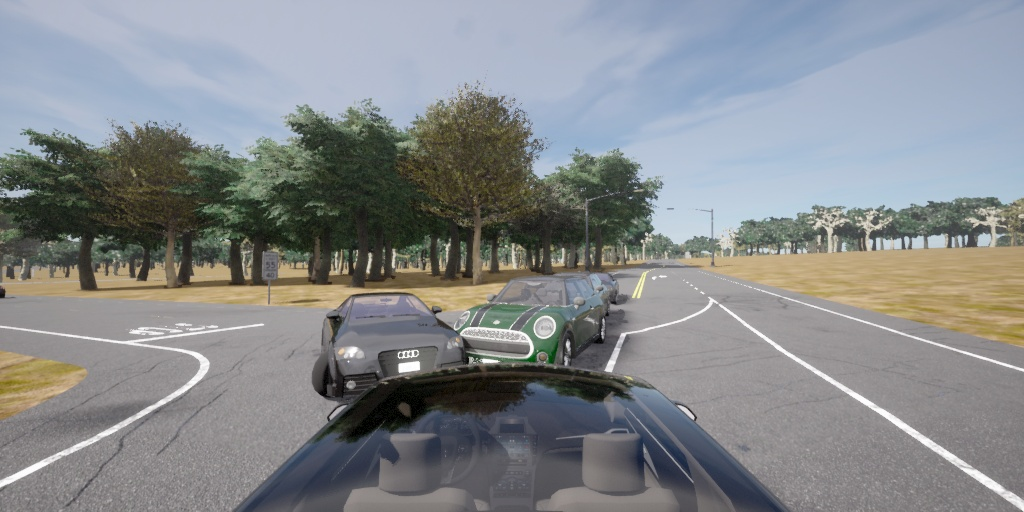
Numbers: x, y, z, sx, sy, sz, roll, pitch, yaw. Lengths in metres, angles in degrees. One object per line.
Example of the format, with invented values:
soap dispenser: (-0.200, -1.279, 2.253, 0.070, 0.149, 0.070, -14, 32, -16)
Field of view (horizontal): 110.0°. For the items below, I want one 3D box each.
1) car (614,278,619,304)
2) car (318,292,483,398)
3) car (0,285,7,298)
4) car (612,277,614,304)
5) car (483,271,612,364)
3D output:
car: (4.228, 1.508, 17.829, 1.994, 1.385, 4.181, -1, 0, 19)
car: (-2.350, 1.375, 6.587, 1.994, 1.385, 4.181, 1, -2, -29)
car: (-40.845, 2.559, 27.369, 4.181, 1.385, 1.994, -2, -3, 22)
car: (2.031, 1.343, 12.103, 2.097, 1.767, 4.553, -1, -1, 21)
car: (0.623, 1.217, 7.791, 2.097, 1.767, 4.553, -1, -2, 26)
